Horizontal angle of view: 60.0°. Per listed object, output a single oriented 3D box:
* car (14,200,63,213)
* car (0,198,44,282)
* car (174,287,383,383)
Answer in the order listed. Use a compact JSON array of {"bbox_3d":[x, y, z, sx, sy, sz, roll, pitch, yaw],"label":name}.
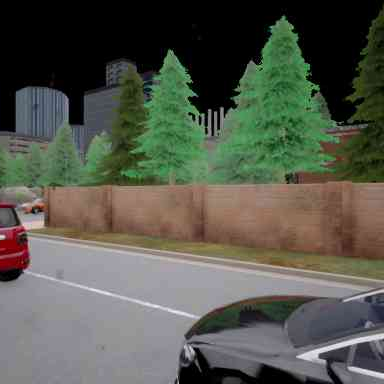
[{"bbox_3d":[-17.361,1.601,37.892,1.895,1.301,4.718,0,0,35],"label":"car"},{"bbox_3d":[-6.393,1.221,8.512,5.566,2.045,2.150,0,0,36],"label":"car"},{"bbox_3d":[2.083,1.492,2.507,4.902,1.511,2.128,0,0,35],"label":"car"}]
